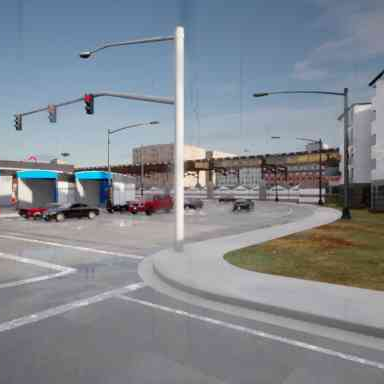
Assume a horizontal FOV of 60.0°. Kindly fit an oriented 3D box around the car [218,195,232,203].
[{"bbox_3d":[7.106,1.356,69.267,2.097,1.767,4.553,0,0,-18],"label":"car"}]

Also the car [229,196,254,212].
[{"bbox_3d":[6.143,1.505,39.417,1.837,1.490,4.892,0,0,20],"label":"car"}]

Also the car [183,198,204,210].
[{"bbox_3d":[0.148,1.547,44.088,2.033,1.411,5.357,0,0,16],"label":"car"}]

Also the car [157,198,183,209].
[{"bbox_3d":[-2.927,1.547,46.016,2.033,1.411,5.357,0,0,15],"label":"car"}]

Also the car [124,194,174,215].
[{"bbox_3d":[-4.104,1.221,34.405,2.150,2.045,5.566,0,0,30],"label":"car"}]

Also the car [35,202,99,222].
[{"bbox_3d":[-9.567,1.526,26.468,1.812,1.442,4.674,0,0,36],"label":"car"}]

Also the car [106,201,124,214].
[{"bbox_3d":[-7.084,1.601,36.209,1.895,1.301,4.718,0,0,30],"label":"car"}]

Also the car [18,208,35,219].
[{"bbox_3d":[-12.270,1.601,28.650,1.895,1.301,4.718,0,0,37],"label":"car"}]
